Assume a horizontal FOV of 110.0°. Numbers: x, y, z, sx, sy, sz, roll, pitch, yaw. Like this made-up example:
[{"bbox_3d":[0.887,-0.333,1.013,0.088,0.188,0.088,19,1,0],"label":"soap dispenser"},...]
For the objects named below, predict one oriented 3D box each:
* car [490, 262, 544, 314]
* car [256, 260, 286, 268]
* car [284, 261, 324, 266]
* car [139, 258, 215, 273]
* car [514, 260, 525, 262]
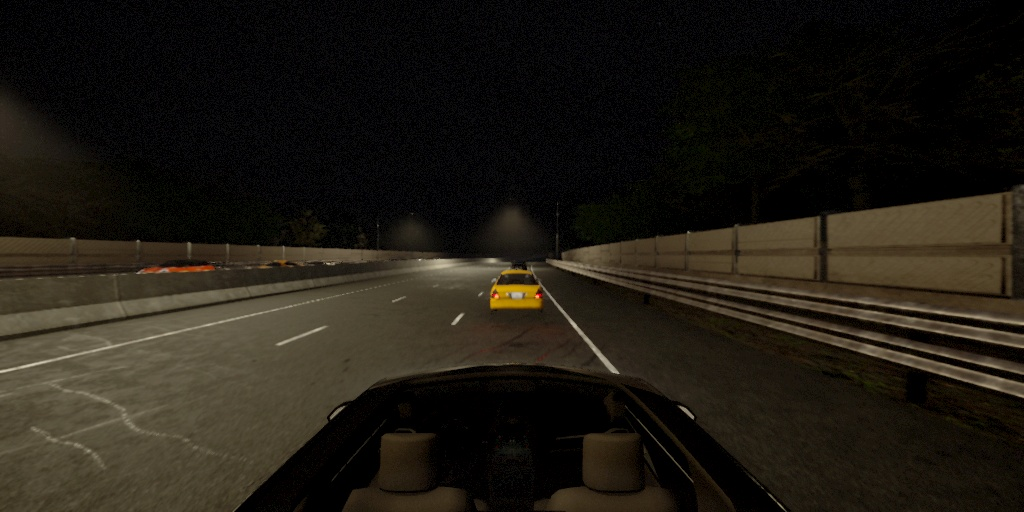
[{"bbox_3d":[0.181,1.189,13.609,1.801,1.575,5.366,0,0,1],"label":"car"},{"bbox_3d":[-20.670,1.168,31.798,1.882,1.535,5.008,0,0,2],"label":"car"},{"bbox_3d":[-17.188,1.259,31.058,1.994,1.385,4.181,0,0,2],"label":"car"},{"bbox_3d":[-24.304,1.045,26.154,2.097,1.767,4.553,0,0,1],"label":"car"},{"bbox_3d":[0.909,1.212,43.931,2.128,1.511,4.902,0,0,2],"label":"car"}]
